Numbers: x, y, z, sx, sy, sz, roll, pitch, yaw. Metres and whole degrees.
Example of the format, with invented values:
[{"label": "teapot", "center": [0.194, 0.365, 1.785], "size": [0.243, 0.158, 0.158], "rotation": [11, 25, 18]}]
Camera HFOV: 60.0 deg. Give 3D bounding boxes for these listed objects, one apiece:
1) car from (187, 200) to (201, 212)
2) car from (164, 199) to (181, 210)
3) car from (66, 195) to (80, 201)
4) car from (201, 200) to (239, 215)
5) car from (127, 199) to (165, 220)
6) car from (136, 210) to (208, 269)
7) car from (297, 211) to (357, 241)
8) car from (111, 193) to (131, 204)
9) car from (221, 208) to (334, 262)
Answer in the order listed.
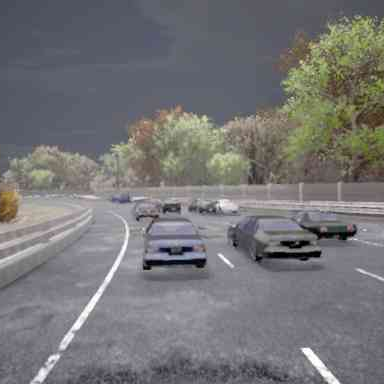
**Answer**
[{"label": "car", "center": [1.006, 1.535, 34.364], "size": [1.812, 1.442, 4.674], "rotation": [0, 0, -20]}, {"label": "car", "center": [-2.604, 1.498, 34.963], "size": [1.882, 1.535, 5.008], "rotation": [0, 0, -19]}, {"label": "car", "center": [-29.860, 1.489, 83.643], "size": [2.097, 1.767, 4.553], "rotation": [0, 0, -42]}, {"label": "car", "center": [3.052, 1.523, 34.168], "size": [1.812, 1.442, 4.674], "rotation": [0, 0, -24]}, {"label": "car", "center": [-3.981, 1.571, 27.886], "size": [2.033, 1.411, 5.357], "rotation": [0, 0, -16]}, {"label": "car", "center": [-0.696, 1.553, 11.160], "size": [2.033, 1.411, 5.357], "rotation": [0, 0, -7]}, {"label": "car", "center": [5.665, 1.578, 16.016], "size": [1.895, 1.301, 4.718], "rotation": [-1, 0, -9]}, {"label": "car", "center": [-13.818, 1.295, 64.383], "size": [2.150, 2.045, 5.566], "rotation": [0, 0, -35]}, {"label": "car", "center": [2.697, 1.542, 12.140], "size": [2.033, 1.411, 5.357], "rotation": [0, 0, -7]}]
